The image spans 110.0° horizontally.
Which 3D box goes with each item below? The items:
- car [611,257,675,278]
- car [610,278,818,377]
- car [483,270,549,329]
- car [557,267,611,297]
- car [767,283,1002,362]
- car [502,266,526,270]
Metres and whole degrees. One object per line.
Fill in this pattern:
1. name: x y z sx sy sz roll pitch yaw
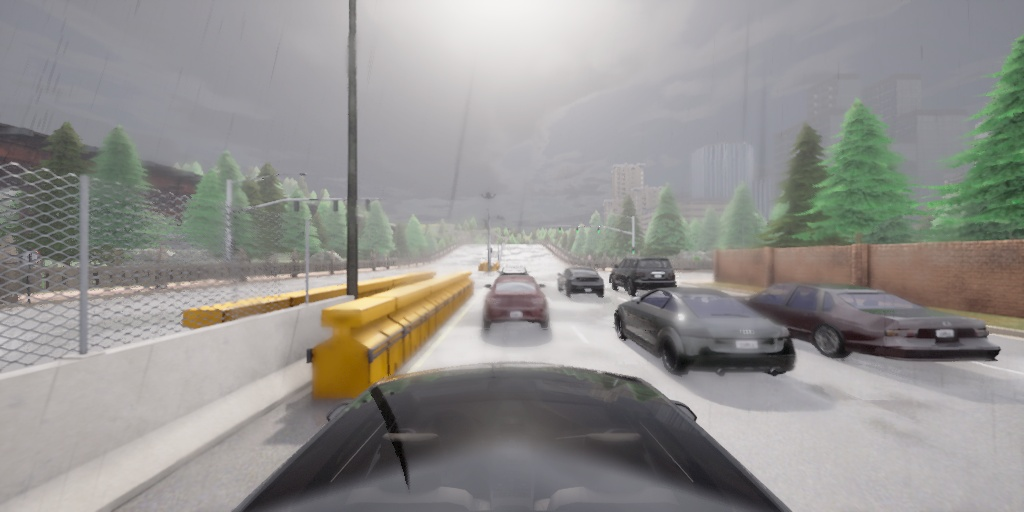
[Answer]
1. car: 7.148 1.068 20.105 2.150 2.045 5.566 0 0 1
2. car: 3.610 1.344 7.542 1.994 1.385 4.181 0 0 -1
3. car: 0.112 1.324 11.353 1.812 1.442 4.674 0 0 0
4. car: 3.621 1.346 19.366 1.837 1.490 4.892 0 0 0
5. car: 7.109 1.332 8.393 2.033 1.411 5.357 0 0 0
6. car: 0.124 1.345 22.052 2.128 1.511 4.902 0 0 0
